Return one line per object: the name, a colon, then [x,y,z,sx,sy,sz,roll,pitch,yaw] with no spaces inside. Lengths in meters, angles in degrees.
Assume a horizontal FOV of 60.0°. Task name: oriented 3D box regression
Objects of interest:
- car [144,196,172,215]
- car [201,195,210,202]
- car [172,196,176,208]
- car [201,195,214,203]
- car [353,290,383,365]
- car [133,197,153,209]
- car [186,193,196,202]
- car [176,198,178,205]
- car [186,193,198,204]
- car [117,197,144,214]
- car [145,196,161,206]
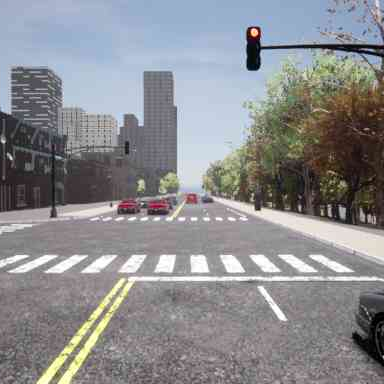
car: [-3.411,1.467,34.215,1.882,1.535,5.008,0,0,0]
car: [3.114,1.447,75.880,1.882,1.535,5.008,0,0,0]
car: [-3.430,1.489,43.736,1.837,1.490,4.892,0,0,0]
car: [3.233,1.539,65.852,1.994,1.385,4.181,0,0,0]
car: [3.345,1.547,2.535,2.033,1.411,5.357,0,0,0]
car: [-6.683,1.476,45.997,2.128,1.511,4.902,0,0,0]
car: [-0.136,1.195,75.692,2.150,2.045,5.566,0,0,0]
car: [-3.439,1.483,56.722,1.837,1.490,4.892,0,0,0]
car: [-0.020,1.197,65.156,2.150,2.045,5.566,0,0,0]
car: [-6.666,1.466,35.588,1.882,1.535,5.008,0,0,0]
car: [-6.687,1.526,57.587,2.033,1.411,5.357,0,0,0]
